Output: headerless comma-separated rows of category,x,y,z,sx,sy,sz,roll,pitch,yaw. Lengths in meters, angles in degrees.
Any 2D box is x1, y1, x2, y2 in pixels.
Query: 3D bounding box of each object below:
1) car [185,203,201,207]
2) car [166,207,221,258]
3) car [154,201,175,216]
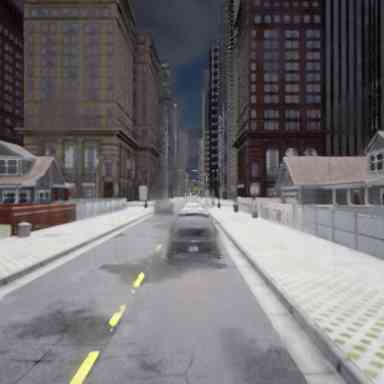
car,0.082,1.671,28.443,1.812,1.442,4.674,0,0,0
car,0.076,1.564,12.959,1.837,1.490,4.892,0,0,0
car,-2.821,1.661,34.684,1.882,1.535,5.008,0,0,0
